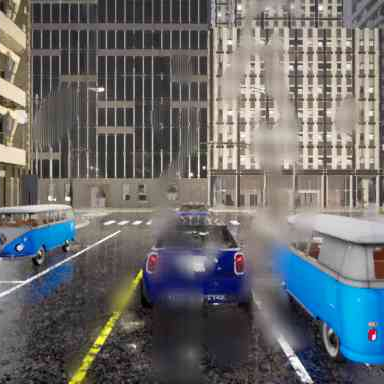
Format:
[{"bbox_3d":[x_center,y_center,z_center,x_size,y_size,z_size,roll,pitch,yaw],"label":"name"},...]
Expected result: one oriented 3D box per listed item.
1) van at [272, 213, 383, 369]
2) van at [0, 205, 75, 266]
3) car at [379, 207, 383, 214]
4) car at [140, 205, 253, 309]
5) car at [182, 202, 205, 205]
[{"bbox_3d":[2.559,1.343,5.593,1.690,1.788,3.998,0,0,0],"label":"van"},{"bbox_3d":[-5.333,1.345,11.261,1.690,1.788,3.998,0,0,0],"label":"van"},{"bbox_3d":[18.984,1.490,29.013,4.829,1.417,1.752,0,0,0],"label":"car"},{"bbox_3d":[0.084,1.354,8.052,2.097,1.767,4.553,0,0,0],"label":"car"},{"bbox_3d":[0.097,1.359,19.108,2.097,1.767,4.553,0,0,0],"label":"car"}]
